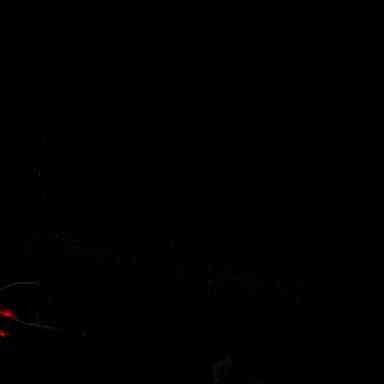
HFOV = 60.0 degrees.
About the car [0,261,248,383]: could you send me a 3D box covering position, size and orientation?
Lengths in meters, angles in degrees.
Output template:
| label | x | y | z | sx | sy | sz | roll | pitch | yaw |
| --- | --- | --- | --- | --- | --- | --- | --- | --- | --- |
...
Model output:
| label | x | y | z | sx | sy | sz | roll | pitch | yaw |
| --- | --- | --- | --- | --- | --- | --- | --- | --- | --- |
| car | -1.428 | 1.567 | 4.111 | 4.313 | 1.339 | 1.947 | 0 | 1 | 36 |
